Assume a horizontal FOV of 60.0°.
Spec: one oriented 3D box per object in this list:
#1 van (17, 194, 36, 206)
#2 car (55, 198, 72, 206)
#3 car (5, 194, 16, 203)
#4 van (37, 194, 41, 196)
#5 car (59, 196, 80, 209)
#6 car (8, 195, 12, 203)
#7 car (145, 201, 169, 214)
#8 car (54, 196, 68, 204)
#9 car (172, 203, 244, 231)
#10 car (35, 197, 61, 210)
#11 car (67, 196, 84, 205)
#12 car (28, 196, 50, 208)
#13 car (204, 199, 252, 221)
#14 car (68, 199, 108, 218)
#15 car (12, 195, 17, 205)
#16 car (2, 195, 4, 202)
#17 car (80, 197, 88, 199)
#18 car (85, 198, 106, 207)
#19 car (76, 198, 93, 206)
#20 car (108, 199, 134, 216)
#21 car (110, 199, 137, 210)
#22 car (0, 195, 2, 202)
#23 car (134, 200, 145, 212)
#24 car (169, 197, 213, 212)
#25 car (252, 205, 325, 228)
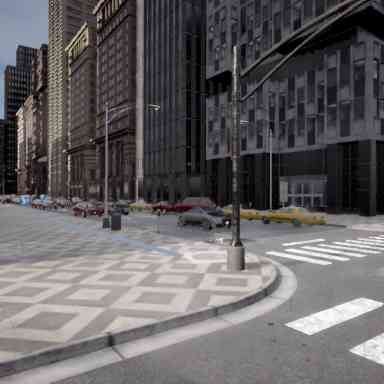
[{"bbox_3d":[-29.333,1.504,58.884,1.690,1.788,3.998,0,0,-35],"label":"van"},{"bbox_3d":[-23.534,1.780,60.840,1.895,1.301,4.718,0,0,-36],"label":"car"},{"bbox_3d":[-39.041,1.529,72.603,2.192,1.841,5.009,0,0,-35],"label":"car"},{"bbox_3d":[-38.562,1.621,86.684,1.690,1.788,3.998,0,0,-35],"label":"van"},{"bbox_3d":[-18.119,1.670,47.822,1.837,1.490,4.892,0,0,-35],"label":"car"},{"bbox_3d":[-35.804,1.779,68.029,1.802,1.307,4.206,0,0,-35],"label":"car"},{"bbox_3d":[-2.968,1.643,36.384,1.887,1.381,4.507,0,0,-35],"label":"car"},{"bbox_3d":[-28.854,1.668,72.965,1.967,1.590,4.097,0,0,-35],"label":"car"},{"bbox_3d":[0.890,1.601,20.788,1.994,1.385,4.181,0,0,-35],"label":"car"},{"bbox_3d":[-19.625,1.696,45.164,1.802,1.307,4.206,0,0,-35],"label":"car"},{"bbox_3d":[-22.383,1.634,63.820,1.967,1.590,4.097,0,0,-35],"label":"car"},{"bbox_3d":[-22.860,1.712,49.737,1.802,1.307,4.206,0,0,-35],"label":"car"},{"bbox_3d":[3.405,1.594,27.377,1.752,1.417,4.829,0,0,-35],"label":"car"},{"bbox_3d":[-9.917,1.612,31.446,1.887,1.381,4.507,0,0,-35],"label":"car"},{"bbox_3d":[-32.470,1.705,63.318,1.752,1.417,4.829,0,0,-35],"label":"car"},{"bbox_3d":[-42.276,1.813,77.175,1.802,1.307,4.206,0,0,-35],"label":"car"},{"bbox_3d":[-17.516,1.653,52.339,1.837,1.490,4.892,0,0,-35],"label":"car"},{"bbox_3d":[-15.911,1.727,54.675,1.947,1.339,4.313,0,0,-35],"label":"car"},{"bbox_3d":[-19.147,1.759,59.248,1.802,1.307,4.206,0,0,-35],"label":"car"},{"bbox_3d":[-7.830,1.641,33.119,1.994,1.385,4.181,0,0,-35],"label":"car"},{"bbox_3d":[-9.440,1.680,45.530,2.008,1.369,4.403,0,0,-35],"label":"car"},{"bbox_3d":[-45.512,1.689,81.748,1.967,1.590,4.097,0,0,-35],"label":"car"},{"bbox_3d":[-6.302,1.639,41.096,1.752,1.417,4.829,0,0,-35],"label":"car"},{"bbox_3d":[0.267,1.398,31.812,2.192,1.841,5.009,0,0,-35],"label":"car"},{"bbox_3d":[6.641,1.579,22.805,1.752,1.417,4.829,0,0,-35],"label":"car"}]
